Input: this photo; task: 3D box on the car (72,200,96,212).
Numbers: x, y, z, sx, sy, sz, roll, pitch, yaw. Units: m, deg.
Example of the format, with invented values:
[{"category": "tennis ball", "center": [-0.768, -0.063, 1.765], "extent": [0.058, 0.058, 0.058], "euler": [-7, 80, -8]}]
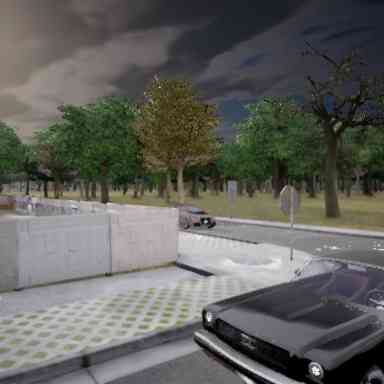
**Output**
[{"category": "car", "center": [-12.060, 1.541, 36.866], "extent": [1.895, 1.301, 4.718], "euler": [1, -1, -35]}]

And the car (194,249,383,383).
[{"category": "car", "center": [2.365, 1.591, 4.643], "extent": [4.718, 1.301, 1.895], "euler": [0, 0, -36]}]

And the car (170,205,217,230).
[{"category": "car", "center": [-0.357, 1.507, 20.539], "extent": [1.994, 1.385, 4.181], "euler": [1, -1, -35]}]

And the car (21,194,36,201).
[{"category": "car", "center": [-37.388, 1.374, 77.027], "extent": [2.128, 1.511, 4.902], "euler": [1, 0, -36]}]
